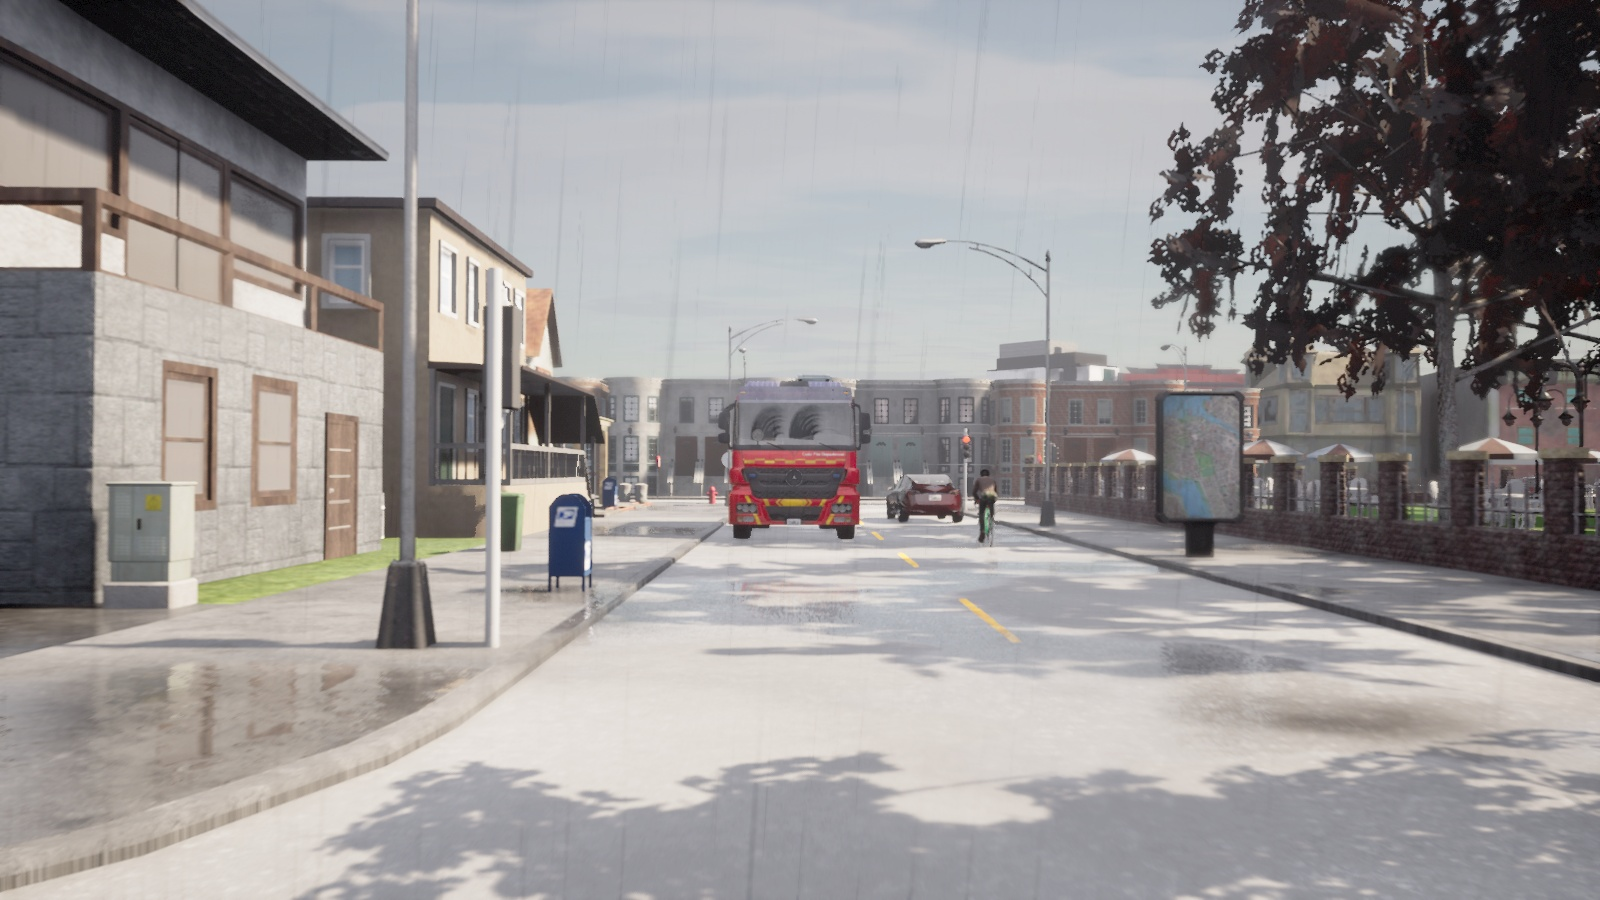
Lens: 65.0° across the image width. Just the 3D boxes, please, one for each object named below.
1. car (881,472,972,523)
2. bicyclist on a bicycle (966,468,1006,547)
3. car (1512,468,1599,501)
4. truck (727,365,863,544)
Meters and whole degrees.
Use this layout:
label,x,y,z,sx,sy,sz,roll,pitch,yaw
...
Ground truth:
label,x,y,z,sx,sy,sz,roll,pitch,yaw
car,3.908,1.461,39.719,2.163,1.488,4.792,0,-1,-3
bicyclist on a bicycle,3.910,1.193,26.470,0.582,1.620,1.656,0,-1,-1
car,37.143,1.668,61.344,3.705,1.549,1.789,0,-1,0
truck,-0.132,0.168,31.076,2.891,3.827,8.468,0,-1,0
